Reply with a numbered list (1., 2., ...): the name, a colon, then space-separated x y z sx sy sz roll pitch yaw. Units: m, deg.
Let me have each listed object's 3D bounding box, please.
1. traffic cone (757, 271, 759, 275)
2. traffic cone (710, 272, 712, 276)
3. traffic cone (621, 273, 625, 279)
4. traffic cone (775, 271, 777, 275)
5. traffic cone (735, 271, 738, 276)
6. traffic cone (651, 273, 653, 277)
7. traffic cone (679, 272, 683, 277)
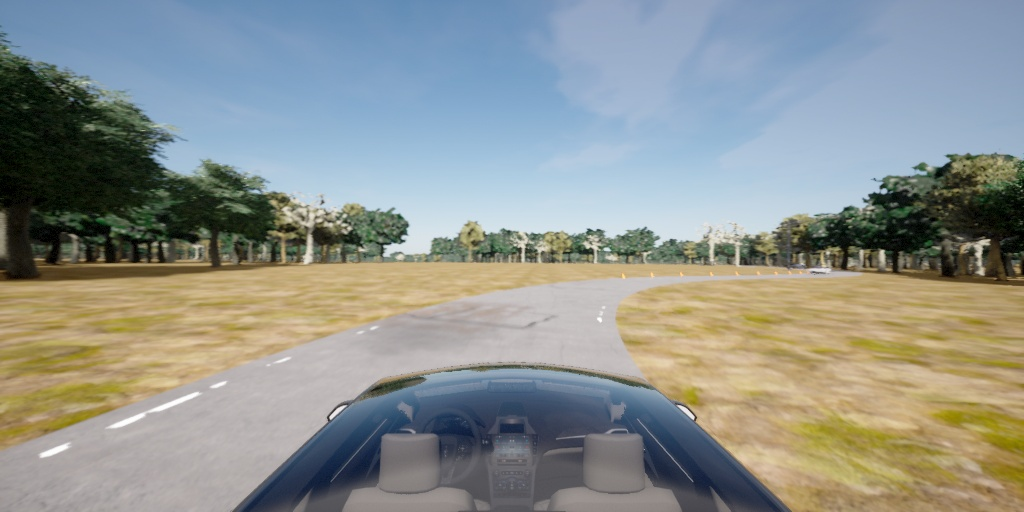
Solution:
1. traffic cone: 33.107 2.313 48.197 0.340 0.580 0.340 0 0 -29
2. traffic cone: 24.387 2.167 43.917 0.340 0.580 0.340 0 0 -23
3. traffic cone: 11.024 1.952 35.458 0.340 0.580 0.340 0 0 -42
4. traffic cone: 37.287 2.391 50.672 0.340 0.580 0.340 0 0 -32
5. traffic cone: 28.803 2.237 45.943 0.340 0.580 0.340 0 0 -26
6. traffic cone: 15.156 2.021 38.786 0.340 0.580 0.340 0 0 -36
7. traffic cone: 19.640 2.093 41.620 0.340 0.580 0.340 0 0 -29
